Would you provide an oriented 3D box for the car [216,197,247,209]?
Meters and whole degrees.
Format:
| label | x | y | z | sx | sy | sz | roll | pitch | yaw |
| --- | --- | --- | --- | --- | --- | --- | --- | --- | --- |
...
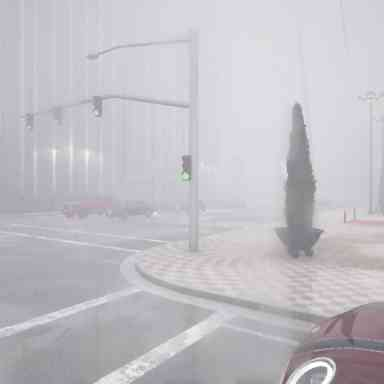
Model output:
| label | x | y | z | sx | sy | sz | roll | pitch | yaw |
| --- | --- | --- | --- | --- | --- | --- | --- | --- | --- |
| car | 5.721 | 1.491 | 44.722 | 2.128 | 1.511 | 4.902 | 0 | 0 | 35 |

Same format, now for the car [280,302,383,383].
| label | x | y | z | sx | sy | sz | roll | pitch | yaw |
| --- | --- | --- | --- | --- | --- | --- | --- | --- | --- |
| car | 2.830 | 1.352 | 1.952 | 4.553 | 1.767 | 2.097 | 0 | 0 | 36 |

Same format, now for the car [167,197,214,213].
| label | x | y | z | sx | sy | sz | roll | pitch | yaw |
| --- | --- | --- | --- | --- | --- | --- | --- | --- | --- |
| car | -0.092 | 1.491 | 36.405 | 2.128 | 1.511 | 4.902 | 0 | 0 | 35 |

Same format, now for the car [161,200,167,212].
| label | x | y | z | sx | sy | sz | roll | pitch | yaw |
| --- | --- | --- | --- | --- | --- | --- | --- | --- | --- |
| car | -3.193 | 1.564 | 38.070 | 1.994 | 1.385 | 4.181 | 0 | 0 | 35 |

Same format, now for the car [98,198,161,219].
| label | x | y | z | sx | sy | sz | roll | pitch | yaw |
| --- | --- | --- | --- | --- | --- | --- | --- | --- | --- |
| car | -5.303 | 1.491 | 28.933 | 2.128 | 1.511 | 4.902 | 0 | 0 | 35 |

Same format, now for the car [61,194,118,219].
| label | x | y | z | sx | sy | sz | roll | pitch | yaw |
| --- | --- | --- | --- | --- | --- | --- | --- | --- | --- |
| car | -8.898 | 1.221 | 29.884 | 2.150 | 2.045 | 5.566 | 0 | 0 | 35 |

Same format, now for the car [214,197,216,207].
| label | x | y | z | sx | sy | sz | roll | pitch | yaw |
| --- | --- | --- | --- | --- | --- | --- | --- | --- | --- |
| car | 2.638 | 1.478 | 46.422 | 1.882 | 1.535 | 5.008 | 0 | 0 | 35 |

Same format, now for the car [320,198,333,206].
| label | x | y | z | sx | sy | sz | roll | pitch | yaw |
| --- | --- | --- | --- | --- | --- | --- | --- | --- | --- |
| car | 22.627 | 1.601 | 56.418 | 1.895 | 1.301 | 4.718 | 0 | 0 | 34 |
